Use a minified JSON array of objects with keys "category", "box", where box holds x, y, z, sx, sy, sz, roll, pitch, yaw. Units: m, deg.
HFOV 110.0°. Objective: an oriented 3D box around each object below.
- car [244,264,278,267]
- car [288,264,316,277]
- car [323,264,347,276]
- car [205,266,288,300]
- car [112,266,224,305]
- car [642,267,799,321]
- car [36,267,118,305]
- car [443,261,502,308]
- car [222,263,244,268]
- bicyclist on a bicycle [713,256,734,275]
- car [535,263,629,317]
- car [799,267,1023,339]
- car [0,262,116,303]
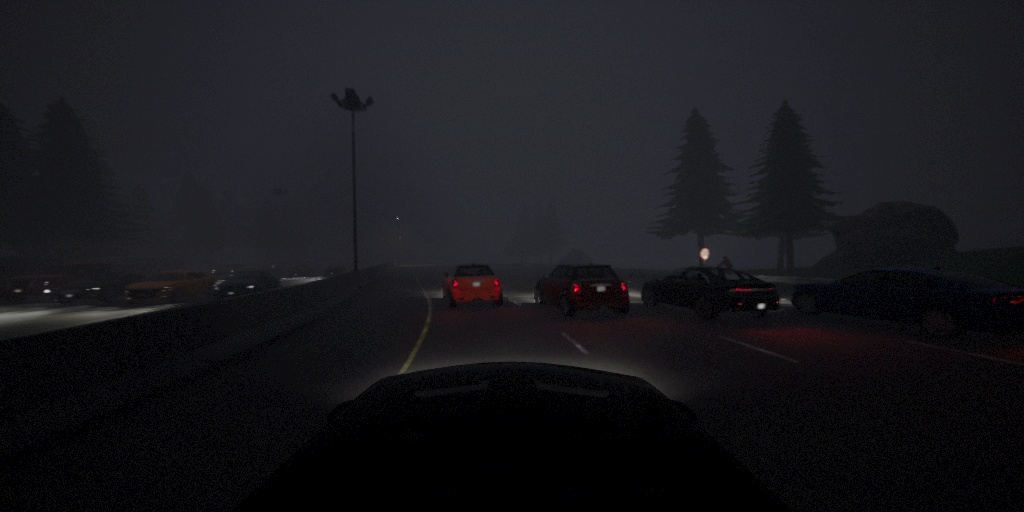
[{"category":"car","box":[-27.299,1.629,39.941,2.128,1.511,4.902,-1,0,-17]},{"category":"car","box":[-23.947,1.618,40.949,2.033,1.411,5.357,-1,0,-17]},{"category":"car","box":[-20.515,1.608,41.684,1.895,1.301,4.718,-1,0,-17]},{"category":"car","box":[-13.822,1.475,19.019,1.812,1.442,4.674,-1,0,-17]},{"category":"car","box":[-17.314,1.490,18.482,1.882,1.535,5.008,-1,0,-17]},{"category":"car","box":[6.137,1.106,11.811,2.128,1.511,4.902,-1,0,-10]},{"category":"car","box":[-21.073,1.570,18.851,2.128,1.511,4.902,-1,0,-17]},{"category":"car","box":[-1.861,1.097,15.658,2.097,1.767,4.553,-1,0,-14]},{"category":"car","box":[-30.713,1.589,39.139,2.097,1.767,4.553,-1,0,-17]},{"category":"bicyclist on a bicycle","box":[12.683,0.820,21.343,1.656,1.620,0.582,12,-3,-15]},{"category":"car","box":[2.317,1.030,13.081,2.097,1.767,4.553,-1,0,-11]},{"category":"car","box":[10.035,1.029,9.389,1.882,1.535,5.008,-1,0,-8]},{"category":"car","box":[-25.175,1.368,20.338,2.150,2.045,5.566,-1,0,-17]}]
